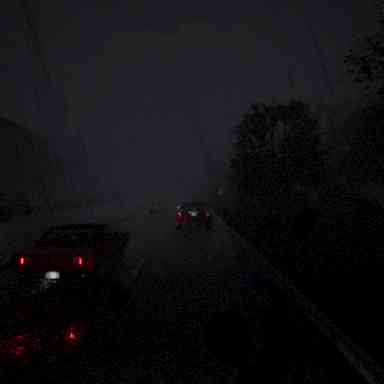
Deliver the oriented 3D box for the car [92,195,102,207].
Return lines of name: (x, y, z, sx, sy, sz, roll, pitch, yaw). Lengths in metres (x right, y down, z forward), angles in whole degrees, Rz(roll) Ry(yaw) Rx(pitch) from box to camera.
car: (-15.483, 1.254, 49.740, 2.185, 1.767, 4.553, 0, 0, 0)

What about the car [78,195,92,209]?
car: (-15.474, 1.262, 44.214, 2.185, 1.767, 4.553, 0, 0, 0)

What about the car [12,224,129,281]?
car: (-3.145, 1.586, 9.751, 1.895, 1.301, 4.718, 0, 0, 0)

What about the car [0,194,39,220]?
car: (-15.442, 1.158, 27.704, 2.435, 2.045, 5.566, 0, 0, 0)

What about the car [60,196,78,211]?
car: (-15.464, 1.396, 38.664, 2.231, 1.521, 4.892, 0, 0, 0)

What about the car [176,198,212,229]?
car: (0.111, 1.318, 21.254, 2.097, 1.767, 4.553, 0, 0, 0)

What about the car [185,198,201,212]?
car: (0.122, 1.443, 39.395, 1.837, 1.490, 4.892, 0, 0, 0)

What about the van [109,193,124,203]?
van: (-15.515, 1.132, 66.292, 1.878, 1.987, 4.442, 0, 0, 0)

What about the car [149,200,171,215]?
car: (-3.131, 1.496, 32.997, 2.033, 1.411, 5.357, 0, 0, 0)

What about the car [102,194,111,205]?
car: (-15.495, 1.412, 55.361, 2.002, 1.452, 4.674, 0, 0, 0)

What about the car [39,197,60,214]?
car: (-15.453, 1.402, 33.138, 2.097, 1.535, 5.008, 0, 0, 0)

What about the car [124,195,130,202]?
car: (-15.528, 1.380, 71.904, 2.163, 1.488, 4.792, 0, 0, 0)

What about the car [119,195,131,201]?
car: (-15.555, 1.383, 77.400, 2.002, 1.452, 4.674, -2, 0, 0)
